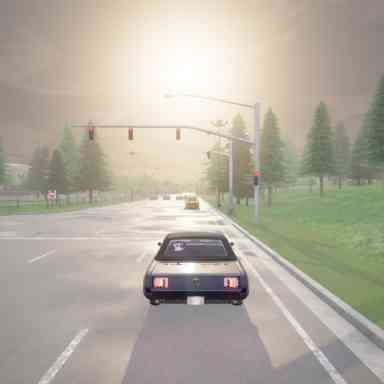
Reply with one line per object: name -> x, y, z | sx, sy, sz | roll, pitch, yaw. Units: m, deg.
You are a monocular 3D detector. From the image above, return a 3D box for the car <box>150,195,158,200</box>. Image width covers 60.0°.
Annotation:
car -> -10.391, 1.540, 91.136 | 2.033, 1.411, 5.357 | 0, 0, 0

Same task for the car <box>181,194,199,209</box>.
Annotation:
car -> -0.103, 1.100, 46.111 | 1.882, 1.535, 5.008 | -3, 16, -5

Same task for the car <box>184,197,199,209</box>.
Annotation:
car -> -0.054, 1.577, 49.670 | 2.033, 1.411, 5.357 | 0, 1, 2

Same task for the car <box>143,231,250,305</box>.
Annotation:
car -> 0.088, 1.601, 8.002 | 1.895, 1.301, 4.718 | 0, 0, 0

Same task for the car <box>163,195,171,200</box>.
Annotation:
car -> -6.891, 1.540, 91.132 | 2.033, 1.411, 5.357 | 0, 0, 0

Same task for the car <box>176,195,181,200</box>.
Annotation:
car -> -3.391, 1.553, 91.127 | 1.994, 1.385, 4.181 | 0, 0, 0
